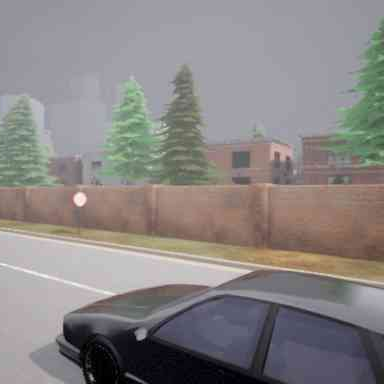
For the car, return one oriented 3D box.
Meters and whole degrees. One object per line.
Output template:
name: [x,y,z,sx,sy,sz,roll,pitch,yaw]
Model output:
car: [0.887,1.561,3.269,5.357,1.411,2.033,0,0,37]
